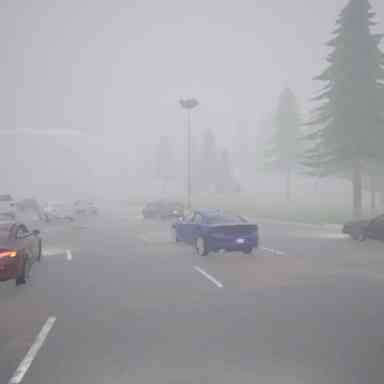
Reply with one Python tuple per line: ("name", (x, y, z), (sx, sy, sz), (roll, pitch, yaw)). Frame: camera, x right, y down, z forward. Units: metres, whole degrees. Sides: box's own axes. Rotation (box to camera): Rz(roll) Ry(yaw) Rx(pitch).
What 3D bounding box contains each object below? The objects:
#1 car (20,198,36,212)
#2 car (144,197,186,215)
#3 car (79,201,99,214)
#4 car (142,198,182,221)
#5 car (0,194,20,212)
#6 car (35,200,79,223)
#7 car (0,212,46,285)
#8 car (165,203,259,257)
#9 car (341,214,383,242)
("car", (-18.434, 1.400, 37.408), (1.837, 1.490, 4.892), (-1, 1, -34))
("car", (-2.757, 1.307, 32.814), (1.882, 1.535, 5.008), (-1, 0, -34))
("car", (-10.594, 1.480, 31.950), (1.895, 1.301, 4.718), (-1, 0, -34))
("car", (-2.267, 1.431, 25.617), (1.994, 1.385, 4.181), (-1, 0, -33))
("car", (-15.874, 1.157, 27.249), (2.150, 2.045, 5.566), (-1, 0, -34))
("car", (-10.179, 1.443, 24.903), (1.812, 1.442, 4.674), (-1, 0, -33))
("car", (-5.246, 1.504, 8.964), (1.812, 1.442, 4.674), (0, 0, -18))
("car", (0.661, 1.400, 12.897), (1.882, 1.535, 5.008), (0, 0, -21))
("car", (8.443, 1.426, 12.935), (2.033, 1.411, 5.357), (0, 0, -19))
